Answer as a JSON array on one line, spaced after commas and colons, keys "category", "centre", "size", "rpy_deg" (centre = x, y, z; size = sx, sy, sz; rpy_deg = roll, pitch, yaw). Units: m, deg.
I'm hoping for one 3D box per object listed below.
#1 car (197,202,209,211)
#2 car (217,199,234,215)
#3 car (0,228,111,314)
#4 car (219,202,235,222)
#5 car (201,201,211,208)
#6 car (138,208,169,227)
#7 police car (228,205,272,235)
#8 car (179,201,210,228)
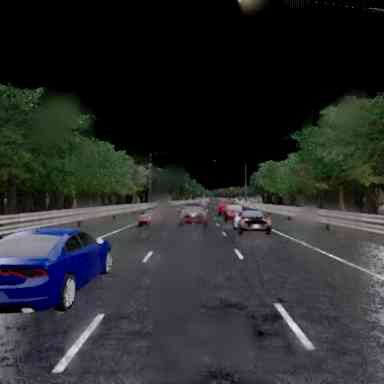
[{"category": "car", "centre": [2.138, 2.705, 62.955], "size": [2.033, 1.411, 5.357], "rpy_deg": [0, -1, 4]}, {"category": "car", "centre": [4.486, 1.973, 43.440], "size": [2.150, 2.045, 5.566], "rpy_deg": [0, -1, 3]}, {"category": "car", "centre": [-3.349, 1.598, 8.031], "size": [1.882, 1.535, 5.008], "rpy_deg": [0, -1, 0]}, {"category": "car", "centre": [4.059, 2.043, 32.540], "size": [2.163, 1.488, 4.792], "rpy_deg": [0, -1, 2]}, {"category": "car", "centre": [3.421, 3.065, 81.600], "size": [2.128, 1.511, 4.902], "rpy_deg": [0, -1, 5]}, {"category": "car", "centre": [-3.009, 1.991, 26.628], "size": [1.994, 1.385, 4.181], "rpy_deg": [0, -1, 2]}, {"category": "police car", "centre": [3.751, 1.849, 21.610], "size": [2.038, 1.542, 4.974], "rpy_deg": [0, -1, 1]}, {"category": "car", "centre": [0.211, 1.771, 26.121], "size": [2.097, 1.767, 4.553], "rpy_deg": [0, -1, 3]}]
